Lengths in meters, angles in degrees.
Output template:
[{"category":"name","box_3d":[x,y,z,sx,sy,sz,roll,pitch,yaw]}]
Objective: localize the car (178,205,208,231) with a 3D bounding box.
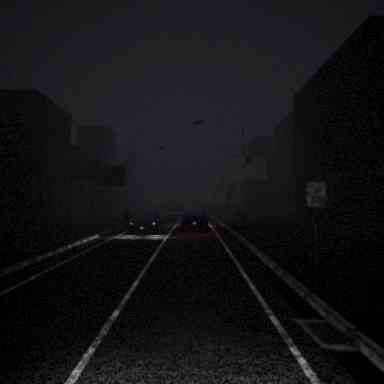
[{"category":"car","box_3d":[0.167,1.973,24.273,1.882,1.535,5.008,0,-2,0]}]

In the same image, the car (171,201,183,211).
[{"category":"car","box_3d":[-2.845,2.669,63.676,2.150,2.045,5.566,0,-1,1]}]

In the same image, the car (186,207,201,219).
[{"category":"car","box_3d":[0.207,2.578,41.483,1.812,1.442,4.674,0,-2,0]}]

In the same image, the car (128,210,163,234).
[{"category":"car","box_3d":[-3.038,1.974,22.504,1.812,1.442,4.674,0,-2,0]}]
